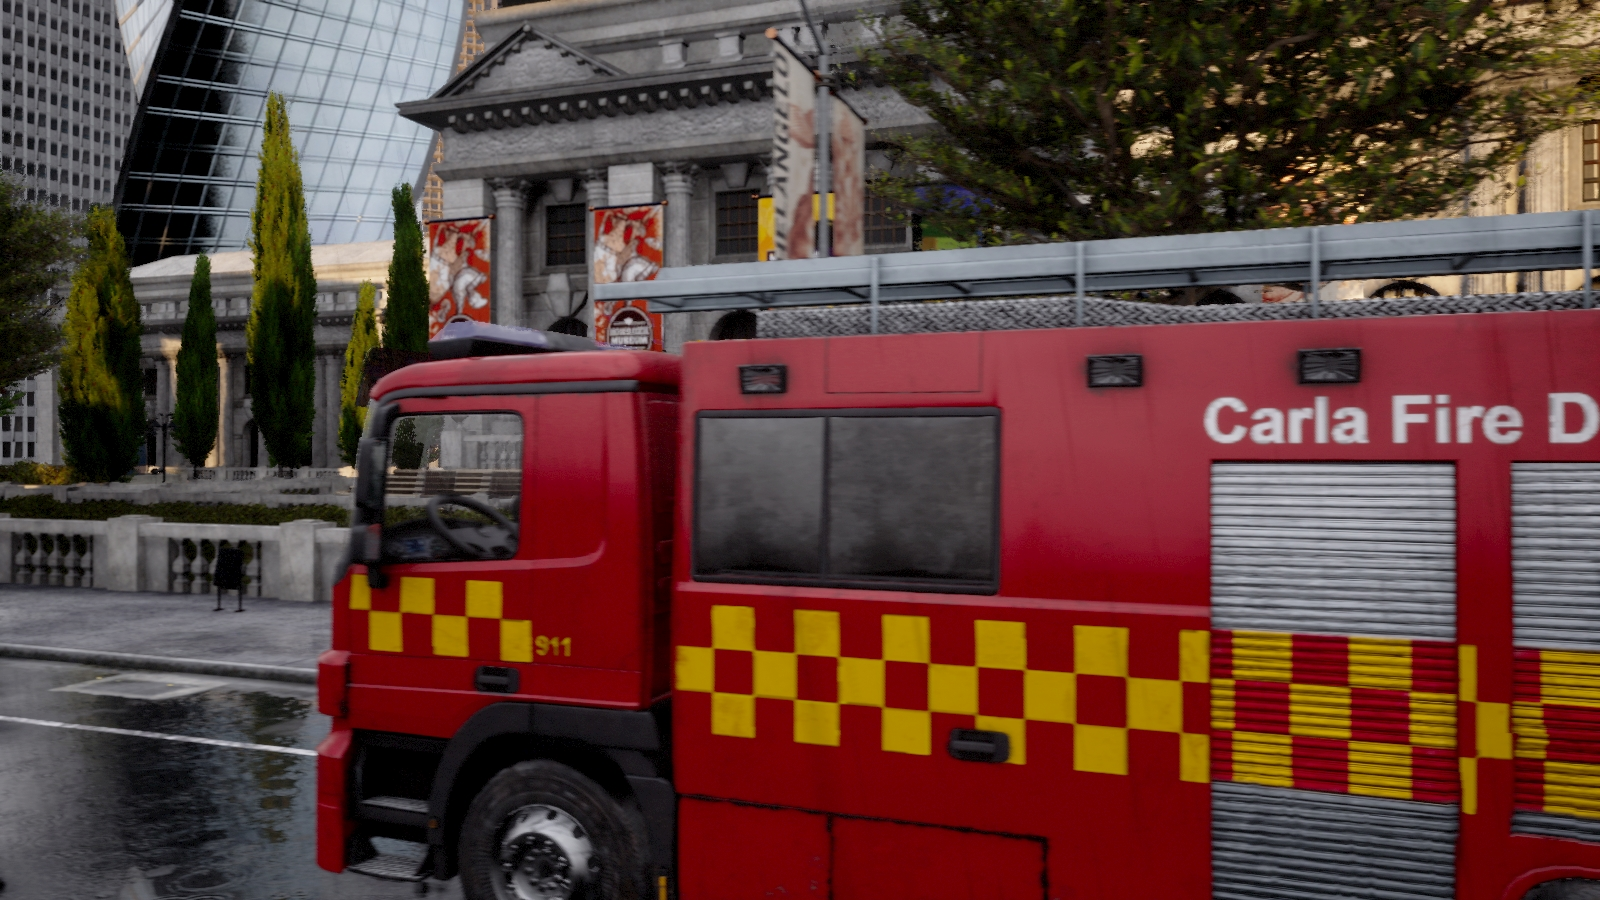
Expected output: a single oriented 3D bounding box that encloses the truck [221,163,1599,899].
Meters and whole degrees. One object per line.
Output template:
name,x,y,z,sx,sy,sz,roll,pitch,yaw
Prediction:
truck,1.211,0.889,6.260,8.468,3.827,2.891,0,0,21
